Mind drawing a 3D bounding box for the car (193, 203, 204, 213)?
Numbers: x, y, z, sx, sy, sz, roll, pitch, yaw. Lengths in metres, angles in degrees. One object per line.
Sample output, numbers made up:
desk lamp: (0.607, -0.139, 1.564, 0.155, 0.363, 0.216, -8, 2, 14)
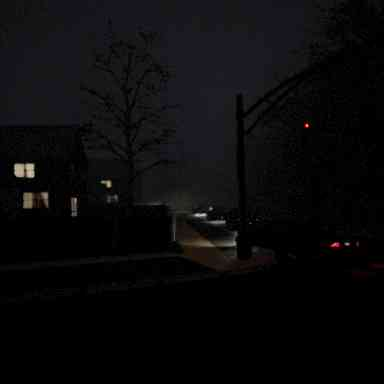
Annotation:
car: (1.247, 2.466, 51.356, 2.128, 1.511, 4.902, -1, -1, -6)

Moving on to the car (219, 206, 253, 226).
car: (3.899, 2.022, 26.197, 2.128, 1.511, 4.902, -1, -1, -6)

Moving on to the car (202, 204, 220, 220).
car: (2.793, 2.261, 36.586, 2.033, 1.411, 5.357, -1, -1, -6)

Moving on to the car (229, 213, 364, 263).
car: (4.105, 1.856, 13.657, 2.033, 1.411, 5.357, 3, -2, -31)
